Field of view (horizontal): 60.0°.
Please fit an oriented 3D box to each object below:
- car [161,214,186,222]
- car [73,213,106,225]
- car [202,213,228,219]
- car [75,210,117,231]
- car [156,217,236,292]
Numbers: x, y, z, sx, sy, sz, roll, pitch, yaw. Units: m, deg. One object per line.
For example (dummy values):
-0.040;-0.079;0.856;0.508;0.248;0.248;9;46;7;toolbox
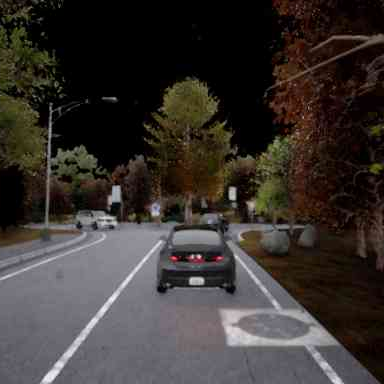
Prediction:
-3.788;5.371;67.257;5.566;2.045;2.150;1;-5;-2;car
-17.816;4.758;58.139;2.150;2.045;5.566;-3;-5;29;car
1.940;2.584;28.598;2.097;1.767;4.553;-1;-5;14;car
-10.076;2.934;34.696;5.566;2.045;2.150;-4;-7;44;car
0.102;1.664;9.296;1.837;1.490;4.892;0;-2;0;car
